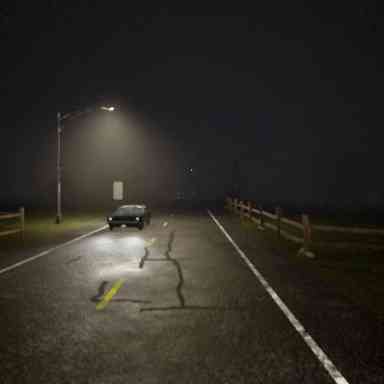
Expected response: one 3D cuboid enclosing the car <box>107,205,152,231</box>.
[{"bbox_3d":[-3.596,1.480,19.767,1.895,1.301,4.718,0,0,0],"label":"car"}]
